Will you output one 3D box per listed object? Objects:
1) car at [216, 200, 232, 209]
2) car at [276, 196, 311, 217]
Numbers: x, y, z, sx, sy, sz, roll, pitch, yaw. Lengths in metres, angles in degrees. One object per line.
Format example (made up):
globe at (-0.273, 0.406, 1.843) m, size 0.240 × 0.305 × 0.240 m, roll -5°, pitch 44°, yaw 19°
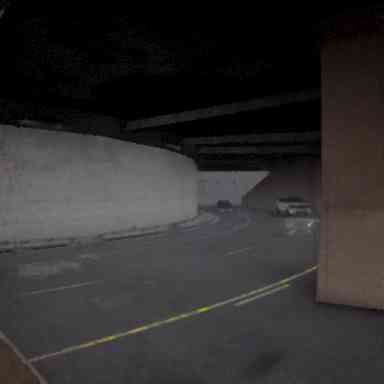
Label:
car at (5.165, 1.920, 53.845) m, size 2.033 × 1.411 × 5.357 m, roll 0°, pitch 0°, yaw -5°
car at (10.214, 1.413, 33.894) m, size 2.150 × 2.045 × 5.566 m, roll 0°, pitch 0°, yaw -1°
